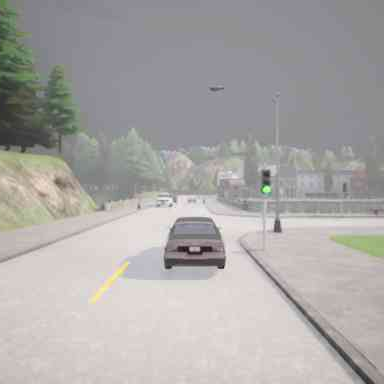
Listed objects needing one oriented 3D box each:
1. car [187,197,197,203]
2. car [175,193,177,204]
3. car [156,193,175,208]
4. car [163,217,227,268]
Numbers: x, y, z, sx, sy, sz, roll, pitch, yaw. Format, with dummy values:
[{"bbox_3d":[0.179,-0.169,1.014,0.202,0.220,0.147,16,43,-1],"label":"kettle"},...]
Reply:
[{"bbox_3d":[-0.012,1.594,67.332,1.895,1.301,4.718,0,0,0],"label":"car"},{"bbox_3d":[-4.020,1.192,65.160,2.150,2.045,5.566,0,1,1],"label":"car"},{"bbox_3d":[-4.093,1.201,49.311,2.150,2.045,5.566,0,0,0],"label":"car"},{"bbox_3d":[0.083,1.543,11.206,2.033,1.411,5.357,0,0,0],"label":"car"}]
